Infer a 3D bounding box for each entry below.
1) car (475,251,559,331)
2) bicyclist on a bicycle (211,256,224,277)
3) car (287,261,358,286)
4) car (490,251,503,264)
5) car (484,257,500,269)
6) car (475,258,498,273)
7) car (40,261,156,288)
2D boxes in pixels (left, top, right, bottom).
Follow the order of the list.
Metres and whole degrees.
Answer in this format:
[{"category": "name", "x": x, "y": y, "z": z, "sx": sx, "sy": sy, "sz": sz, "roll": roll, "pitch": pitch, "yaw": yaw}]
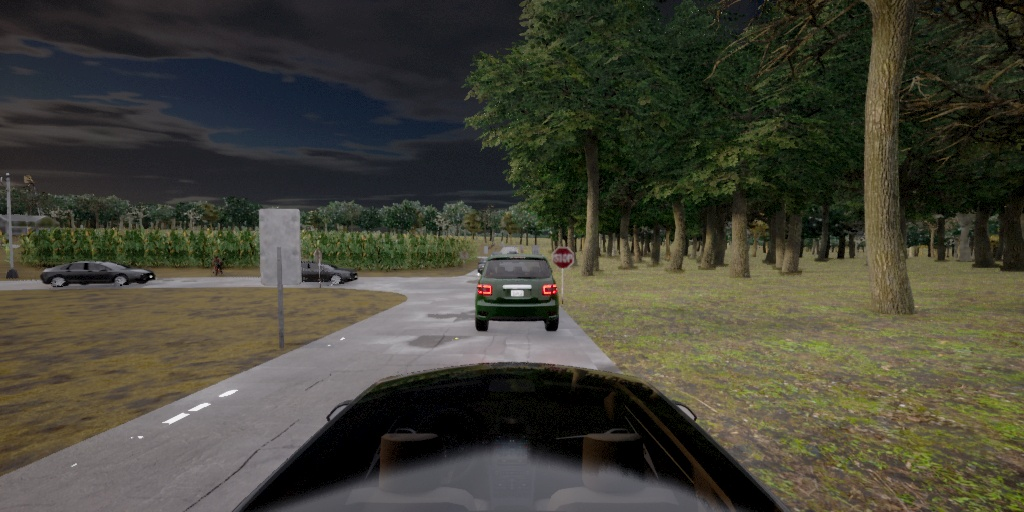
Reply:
[{"category": "car", "x": 0.125, "y": 0.960, "z": 11.066, "sx": 2.150, "sy": 2.045, "sz": 5.566, "roll": 0, "pitch": 0, "yaw": 0}, {"category": "bicyclist on a bicycle", "x": -23.379, "y": 0.821, "z": 28.448, "sx": 0.582, "sy": 1.620, "sz": 1.656, "roll": 0, "pitch": 1, "yaw": -11}, {"category": "car", "x": -12.751, "y": 1.110, "z": 23.517, "sx": 4.892, "sy": 1.490, "sz": 1.837, "roll": 0, "pitch": 2, "yaw": -6}, {"category": "car", "x": -2.660, "y": 0.253, "z": 62.785, "sx": 2.150, "sy": 2.045, "sz": 5.566, "roll": 0, "pitch": 1, "yaw": 0}, {"category": "car", "x": -2.716, "y": 0.873, "z": 49.409, "sx": 1.812, "sy": 1.442, "sz": 4.674, "roll": 0, "pitch": 1, "yaw": 0}, {"category": "car", "x": -2.745, "y": 1.013, "z": 39.979, "sx": 2.128, "sy": 1.511, "sz": 4.902, "roll": 0, "pitch": 1, "yaw": 0}, {"category": "car", "x": -24.888, "y": 1.071, "z": 21.745, "sx": 4.892, "sy": 1.490, "sz": 1.837, "roll": -1, "pitch": 2, "yaw": -15}]
